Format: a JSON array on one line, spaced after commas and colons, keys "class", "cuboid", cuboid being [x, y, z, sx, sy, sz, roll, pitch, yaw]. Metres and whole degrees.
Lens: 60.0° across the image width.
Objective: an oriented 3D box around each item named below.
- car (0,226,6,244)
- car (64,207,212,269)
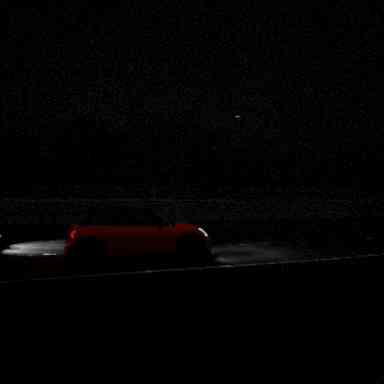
[{"class": "car", "cuboid": [-9.140, 1.463, 11.976, 4.181, 1.385, 1.994, 0, 0, -18]}, {"class": "car", "cuboid": [-1.668, 1.270, 10.757, 4.553, 1.767, 2.097, 0, 0, -18]}]
